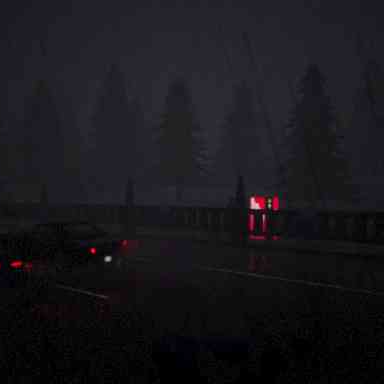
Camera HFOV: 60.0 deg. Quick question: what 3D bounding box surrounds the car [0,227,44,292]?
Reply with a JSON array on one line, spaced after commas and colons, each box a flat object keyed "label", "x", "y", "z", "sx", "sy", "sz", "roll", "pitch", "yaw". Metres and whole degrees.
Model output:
[{"label": "car", "x": -6.048, "y": 1.547, "z": 7.573, "sx": 5.357, "sy": 1.411, "sz": 2.033, "roll": 0, "pitch": 0, "yaw": 30}]

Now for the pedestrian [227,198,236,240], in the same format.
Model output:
[{"label": "pedestrian", "x": 1.753, "y": 1.141, "z": 14.496, "sx": 0.375, "sy": 1.860, "sz": 0.375, "roll": 0, "pitch": 0, "yaw": 31}]

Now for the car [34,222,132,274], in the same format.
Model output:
[{"label": "car", "x": -4.291, "y": 1.601, "z": 10.562, "sx": 4.718, "sy": 1.301, "sz": 1.895, "roll": 0, "pitch": 0, "yaw": 30}]

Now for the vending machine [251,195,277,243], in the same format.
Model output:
[{"label": "vending machine", "x": 3.308, "y": 1.195, "z": 15.253, "sx": 0.880, "sy": 2.100, "sz": 1.100, "roll": 0, "pitch": 0, "yaw": 32}]
